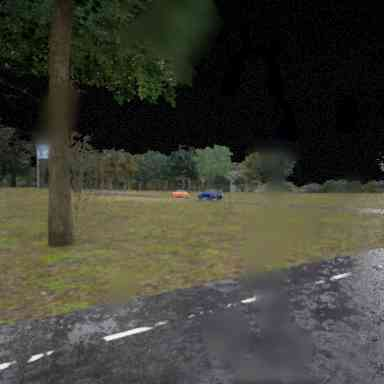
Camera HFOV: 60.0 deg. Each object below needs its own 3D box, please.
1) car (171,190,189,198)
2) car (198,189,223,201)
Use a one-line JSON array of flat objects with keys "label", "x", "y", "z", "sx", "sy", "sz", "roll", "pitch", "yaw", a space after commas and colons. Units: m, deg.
[{"label": "car", "x": -2.582, "y": 0.356, "z": 70.139, "sx": 2.097, "sy": 1.767, "sz": 4.553, "roll": 2, "pitch": 0, "yaw": -35}, {"label": "car", "x": 3.413, "y": 0.551, "z": 61.694, "sx": 2.150, "sy": 2.045, "sz": 5.566, "roll": 2, "pitch": 0, "yaw": -35}]
